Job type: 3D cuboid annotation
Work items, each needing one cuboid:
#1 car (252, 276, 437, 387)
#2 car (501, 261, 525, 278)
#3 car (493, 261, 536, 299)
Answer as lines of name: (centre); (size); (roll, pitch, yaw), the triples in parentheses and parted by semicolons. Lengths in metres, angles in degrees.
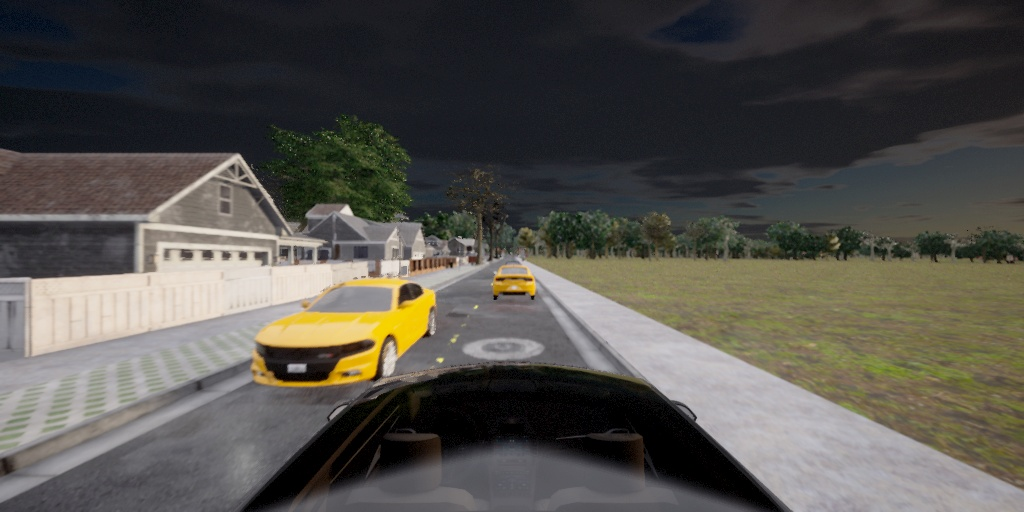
car: (-2.851, 1.210, 7.253); (1.882, 1.535, 5.008); (0, 0, 0)
car: (0.100, 1.192, 33.409); (2.033, 1.411, 5.357); (0, 0, 0)
car: (0.097, 1.176, 17.547); (1.882, 1.535, 5.008); (0, 0, 0)
